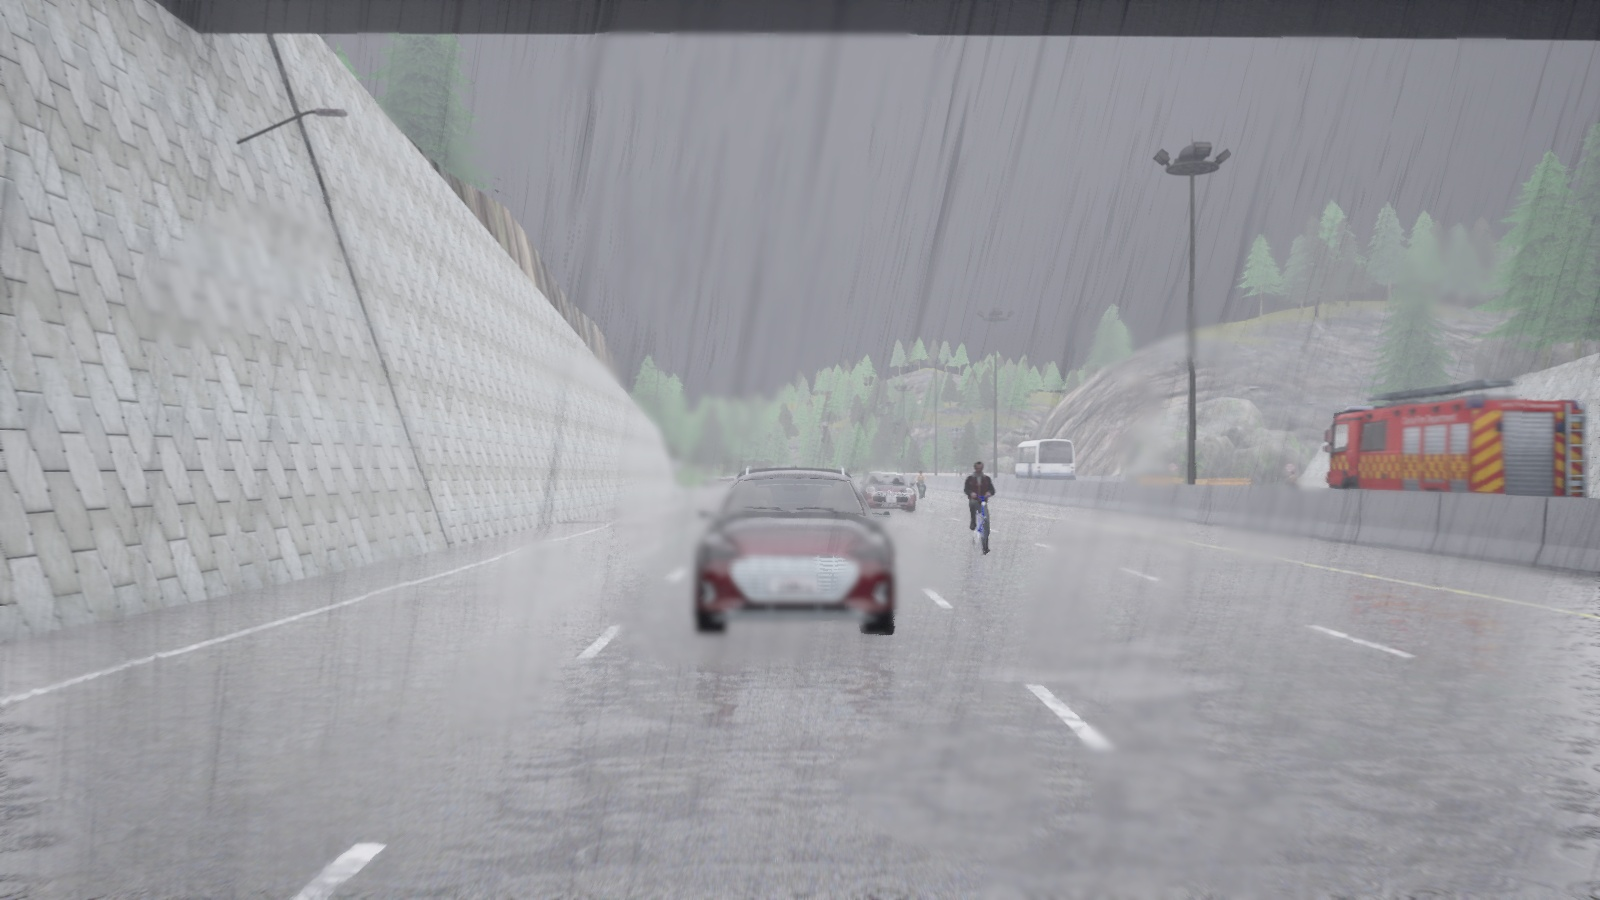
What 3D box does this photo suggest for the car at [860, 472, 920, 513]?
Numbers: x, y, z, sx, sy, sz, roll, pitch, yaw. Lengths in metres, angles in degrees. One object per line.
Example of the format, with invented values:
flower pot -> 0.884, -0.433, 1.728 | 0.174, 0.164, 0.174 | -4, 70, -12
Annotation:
car -> 3.347, 1.557, 47.217 | 1.970, 1.475, 3.806 | 0, -1, 0

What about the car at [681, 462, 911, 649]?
car -> -0.043, 0.972, 13.561 | 2.033, 1.649, 4.856 | 0, -1, 0

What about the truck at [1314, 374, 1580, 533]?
truck -> 17.384, 0.159, 34.594 | 2.891, 3.827, 8.468 | 0, -1, 0

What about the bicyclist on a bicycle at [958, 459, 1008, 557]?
bicyclist on a bicycle -> 3.424, 1.067, 23.645 | 0.659, 1.776, 1.843 | 0, -1, 0
